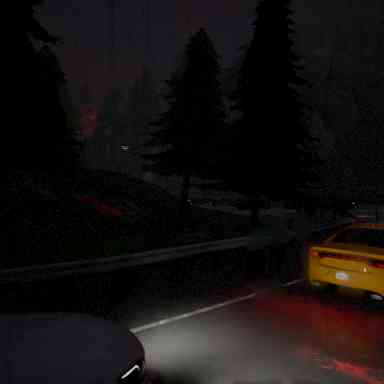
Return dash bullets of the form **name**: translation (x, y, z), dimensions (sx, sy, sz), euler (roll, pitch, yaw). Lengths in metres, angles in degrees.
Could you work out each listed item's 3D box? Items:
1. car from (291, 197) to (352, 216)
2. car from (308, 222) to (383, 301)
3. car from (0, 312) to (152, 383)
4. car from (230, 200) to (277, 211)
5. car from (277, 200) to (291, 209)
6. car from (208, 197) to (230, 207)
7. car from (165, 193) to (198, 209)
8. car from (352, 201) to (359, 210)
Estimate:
- **car**: translation (12.781, 1.511, 33.027), dimensions (4.892, 1.490, 1.837), euler (0, 0, 34)
- **car**: translation (4.749, 1.478, 8.075), dimensions (5.008, 1.535, 1.882), euler (0, 0, -42)
- **car**: translation (-2.523, 1.526, 2.208), dimensions (4.674, 1.442, 1.812), euler (0, 0, -36)
- **car**: translation (7.512, 1.526, 40.877), dimensions (4.674, 1.442, 1.812), euler (0, 0, 34)
- **car**: translation (11.865, 1.601, 42.136), dimensions (4.718, 1.301, 1.895), euler (0, 0, 34)
- **car**: translation (4.528, 1.539, 51.412), dimensions (4.181, 1.385, 1.994), euler (0, 0, 34)
- **car**: translation (-1.345, 1.305, 51.203), dimensions (4.553, 1.767, 2.097), euler (0, 0, 35)
- **car**: translation (18.424, 1.354, 41.889), dimensions (4.553, 1.767, 2.097), euler (0, 0, 34)
